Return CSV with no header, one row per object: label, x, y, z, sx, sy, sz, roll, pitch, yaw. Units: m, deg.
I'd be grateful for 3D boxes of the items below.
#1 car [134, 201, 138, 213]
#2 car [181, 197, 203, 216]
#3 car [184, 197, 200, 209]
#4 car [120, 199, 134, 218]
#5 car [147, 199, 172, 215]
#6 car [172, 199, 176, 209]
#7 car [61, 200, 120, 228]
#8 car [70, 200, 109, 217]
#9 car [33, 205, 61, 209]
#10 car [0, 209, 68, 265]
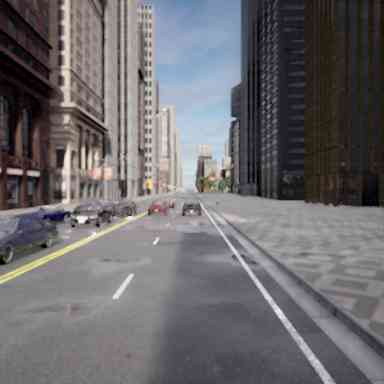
car,-6.567,1.489,33.049,1.837,1.490,4.892,0,0,0
car,-0.014,1.492,32.862,1.837,1.490,4.892,0,0,0
car,0.007,1.465,45.744,2.128,1.511,4.902,0,0,1
car,-6.517,1.347,28.506,1.994,1.385,4.181,0,0,0
car,-3.267,1.511,32.989,1.812,1.442,4.674,0,0,0
car,-3.246,1.574,45.465,1.895,1.301,4.718,0,0,1
car,-6.601,1.483,22.377,2.128,1.511,4.902,0,0,0
car,-9.819,1.532,32.352,2.033,1.411,5.357,0,0,0
car,-9.860,1.592,22.406,1.895,1.301,4.718,0,0,1
car,-6.598,1.544,11.986,2.033,1.411,5.357,0,0,0
